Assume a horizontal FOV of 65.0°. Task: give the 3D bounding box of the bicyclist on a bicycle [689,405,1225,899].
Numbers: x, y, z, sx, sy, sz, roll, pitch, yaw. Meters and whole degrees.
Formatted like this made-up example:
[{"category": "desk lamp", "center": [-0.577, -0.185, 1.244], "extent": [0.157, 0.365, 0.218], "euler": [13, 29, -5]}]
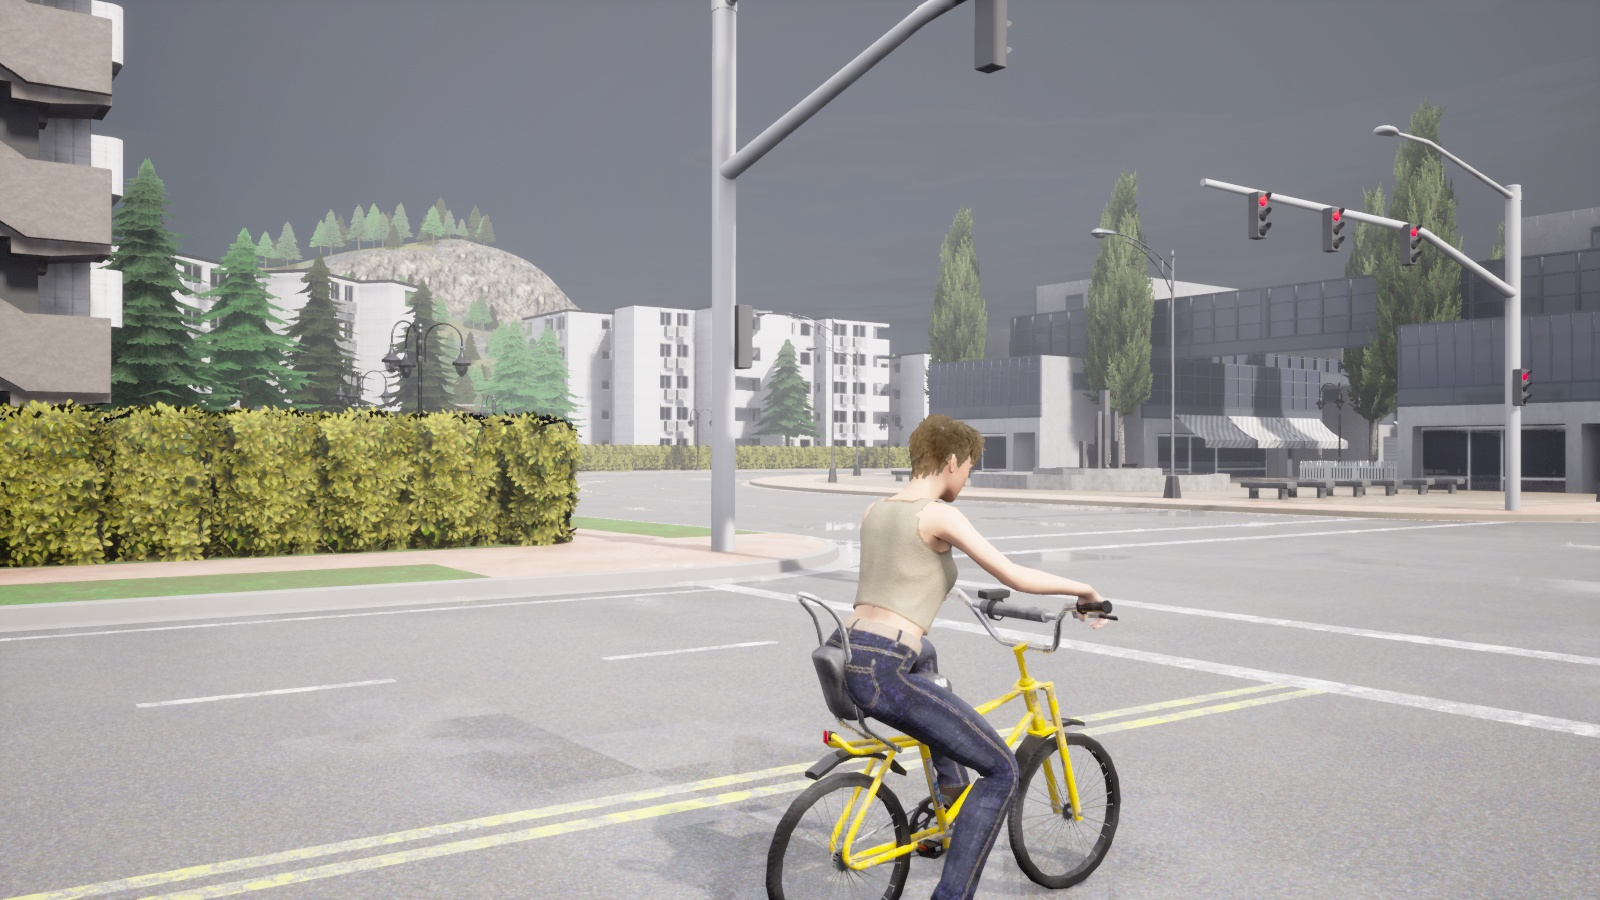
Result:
[{"category": "bicyclist on a bicycle", "center": [0.520, 0.690, 4.026], "extent": [1.509, 1.612, 0.866], "euler": [0, 0, -35]}]
